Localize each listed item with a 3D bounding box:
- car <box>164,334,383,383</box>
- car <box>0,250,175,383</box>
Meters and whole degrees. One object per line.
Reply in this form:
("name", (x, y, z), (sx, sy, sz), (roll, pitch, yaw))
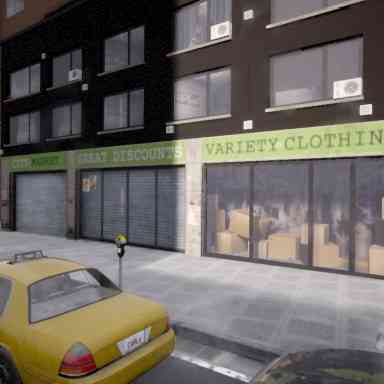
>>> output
("car", (2.239, 1.551, 1.527), (4.403, 1.369, 2.008), (0, 1, 35))
("car", (-2.499, 1.524, 4.796), (4.829, 1.417, 1.752), (0, 1, 35))
